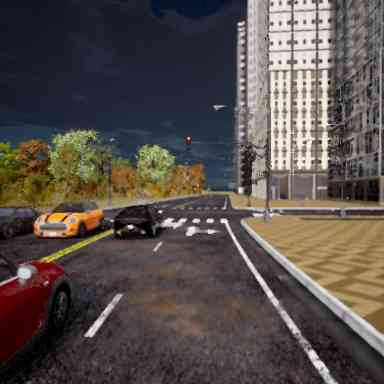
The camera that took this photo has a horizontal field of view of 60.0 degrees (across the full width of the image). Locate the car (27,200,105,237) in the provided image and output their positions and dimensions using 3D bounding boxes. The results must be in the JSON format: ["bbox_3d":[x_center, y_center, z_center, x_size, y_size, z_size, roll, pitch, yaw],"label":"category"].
[{"bbox_3d":[-6.098,1.269,17.061,2.097,1.767,4.553,0,0,3],"label":"car"}]

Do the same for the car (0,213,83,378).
[{"bbox_3d":[-3.084,1.329,3.827,2.097,1.767,4.553,0,0,0],"label":"car"}]

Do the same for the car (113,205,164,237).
[{"bbox_3d":[-2.672,1.404,17.499,1.882,1.535,5.008,0,0,3],"label":"car"}]

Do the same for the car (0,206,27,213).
[{"bbox_3d":[-9.346,1.458,17.193,2.033,1.411,5.357,0,0,3],"label":"car"}]
